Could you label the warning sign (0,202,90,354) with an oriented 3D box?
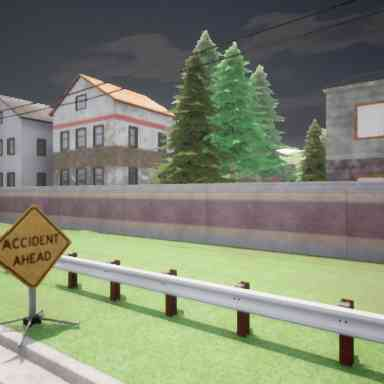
[{"bbox_3d":[-2.423,1.114,5.045,1.060,1.860,1.300,0,0,36],"label":"warning sign"}]
